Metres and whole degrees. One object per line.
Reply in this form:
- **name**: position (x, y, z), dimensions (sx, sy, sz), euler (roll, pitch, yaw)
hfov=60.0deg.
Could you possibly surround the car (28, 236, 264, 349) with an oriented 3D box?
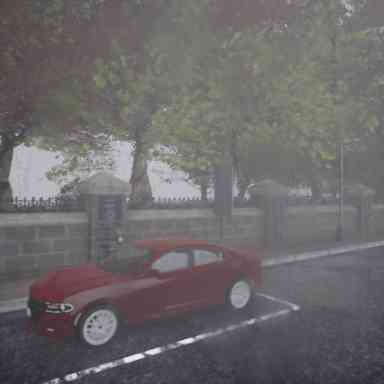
- **car**: position (-0.606, 1.569, 6.284), dimensions (4.507, 1.381, 1.887), euler (1, 0, -35)
